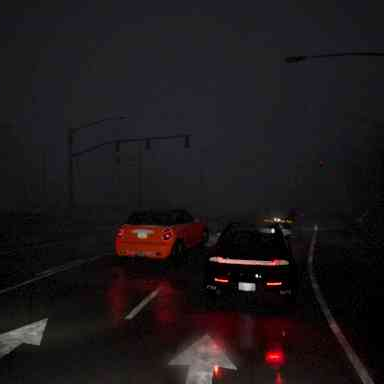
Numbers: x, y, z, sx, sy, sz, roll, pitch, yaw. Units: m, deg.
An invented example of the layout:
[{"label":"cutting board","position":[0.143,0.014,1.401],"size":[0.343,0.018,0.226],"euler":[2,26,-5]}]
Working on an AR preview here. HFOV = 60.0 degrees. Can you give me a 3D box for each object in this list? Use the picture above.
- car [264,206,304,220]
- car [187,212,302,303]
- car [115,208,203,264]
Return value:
[{"label":"car","position":[4.617,1.500,17.228],"size":[1.837,1.490,4.892],"euler":[0,0,21]},{"label":"car","position":[1.548,1.489,8.347],"size":[2.128,1.511,4.902],"euler":[0,0,13]},{"label":"car","position":[-0.866,1.348,12.131],"size":[2.097,1.767,4.553],"euler":[0,0,17]}]
